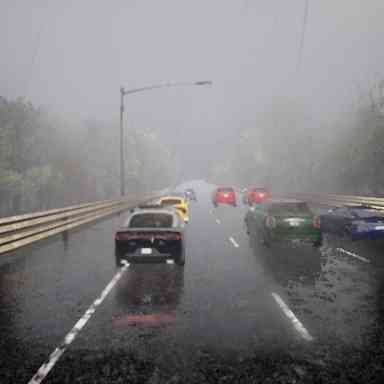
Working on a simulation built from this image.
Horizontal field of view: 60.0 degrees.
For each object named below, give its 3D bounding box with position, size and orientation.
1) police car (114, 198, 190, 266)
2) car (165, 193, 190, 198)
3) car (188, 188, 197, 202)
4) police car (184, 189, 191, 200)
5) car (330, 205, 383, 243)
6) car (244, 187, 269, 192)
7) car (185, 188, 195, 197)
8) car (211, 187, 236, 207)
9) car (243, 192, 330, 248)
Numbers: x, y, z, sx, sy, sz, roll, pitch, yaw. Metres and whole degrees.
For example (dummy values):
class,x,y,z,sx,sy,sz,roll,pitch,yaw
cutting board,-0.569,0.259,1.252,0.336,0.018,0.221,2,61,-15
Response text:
class,x,y,z,sx,sy,sz,roll,pitch,yaw
police car,-1.138,1.197,10.775,1.930,1.638,5.238,0,1,0
car,-1.208,1.042,20.667,1.882,1.535,5.008,0,1,0
car,-0.326,0.586,45.702,2.033,1.411,5.357,0,1,0
police car,-1.251,0.861,26.777,1.930,1.638,5.238,0,1,0
car,6.986,1.256,14.356,1.994,1.385,4.181,0,1,0
car,6.838,0.470,35.379,2.150,2.045,5.566,0,1,0
car,-0.467,0.071,64.587,1.837,1.490,4.892,0,2,0
car,3.338,0.470,35.527,2.150,2.045,5.566,0,1,0
car,3.492,1.064,13.486,2.097,1.767,4.553,0,1,0
